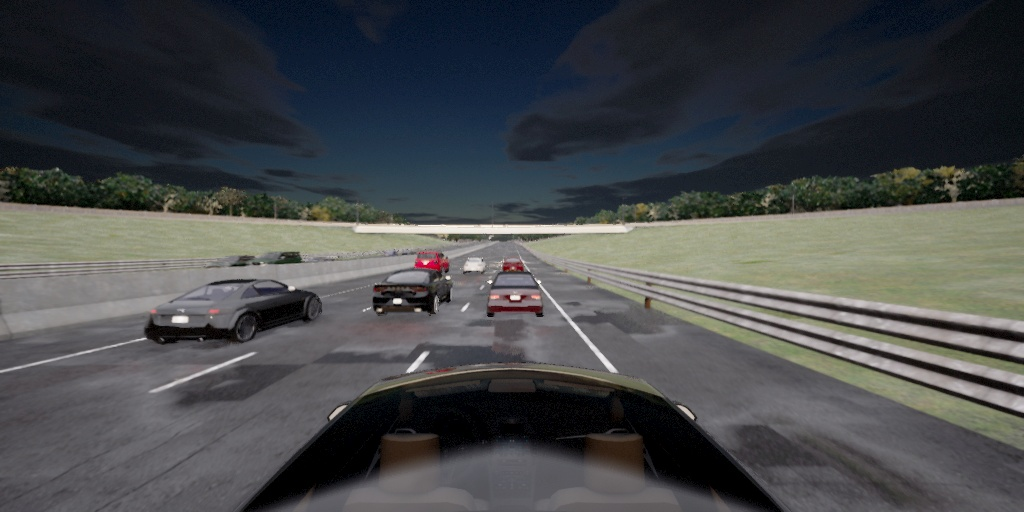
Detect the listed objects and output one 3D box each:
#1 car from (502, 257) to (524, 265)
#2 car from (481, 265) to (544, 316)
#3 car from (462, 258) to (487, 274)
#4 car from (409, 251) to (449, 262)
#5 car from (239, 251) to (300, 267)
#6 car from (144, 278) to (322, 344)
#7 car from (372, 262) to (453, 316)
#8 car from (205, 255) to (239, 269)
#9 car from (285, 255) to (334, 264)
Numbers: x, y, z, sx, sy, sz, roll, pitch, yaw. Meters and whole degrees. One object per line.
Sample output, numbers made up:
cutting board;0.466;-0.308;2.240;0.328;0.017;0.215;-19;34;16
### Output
car;0.101;0.814;33.793;1.882;1.535;5.008;0;1;0
car;0.098;1.235;12.934;2.033;1.411;5.357;0;0;0
car;-3.399;0.873;33.339;1.812;1.442;4.674;0;1;0
car;-6.899;0.617;31.265;2.150;2.045;5.566;0;1;0
car;-21.094;0.596;32.170;2.150;2.045;5.566;0;1;0
car;-6.915;1.280;9.488;1.994;1.385;4.181;0;0;0
car;-3.405;1.163;13.150;1.882;1.535;5.008;0;1;0
car;-24.591;0.735;31.797;2.097;1.767;4.553;0;1;0
car;-17.592;0.865;32.233;2.128;1.511;4.902;0;1;0
